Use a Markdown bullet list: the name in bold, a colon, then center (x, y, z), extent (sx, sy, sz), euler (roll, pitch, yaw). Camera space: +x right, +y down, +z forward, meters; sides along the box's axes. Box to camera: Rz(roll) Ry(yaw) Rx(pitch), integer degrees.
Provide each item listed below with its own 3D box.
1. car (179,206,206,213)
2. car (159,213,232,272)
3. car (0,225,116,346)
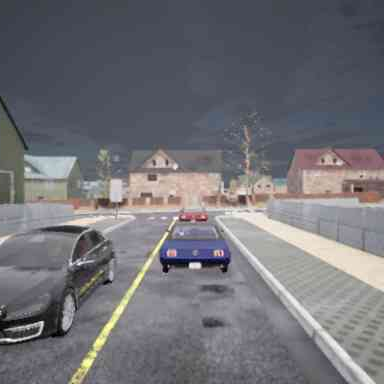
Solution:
- **car**: center (0.055, 1.595, 22.958), extent (1.895, 1.301, 4.718), euler (0, 0, -1)
- **car**: center (0.091, 1.592, 10.725), extent (1.895, 1.301, 4.718), euler (0, 0, 0)
- **car**: center (-2.846, 1.498, 6.691), extent (1.837, 1.490, 4.892), euler (0, 0, 0)
